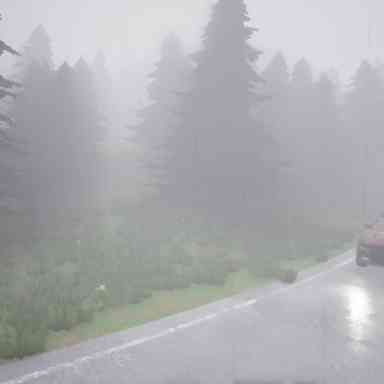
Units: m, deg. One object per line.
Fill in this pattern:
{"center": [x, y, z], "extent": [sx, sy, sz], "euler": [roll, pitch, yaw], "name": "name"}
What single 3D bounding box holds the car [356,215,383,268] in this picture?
{"center": [6.638, 1.402, 10.347], "extent": [1.882, 1.535, 5.008], "euler": [2, 1, 40], "name": "car"}
